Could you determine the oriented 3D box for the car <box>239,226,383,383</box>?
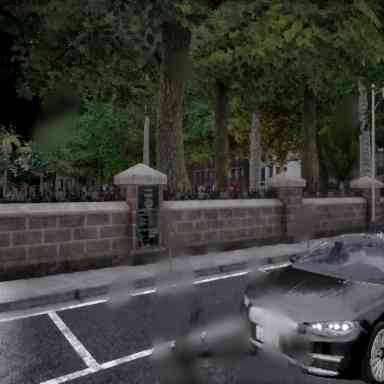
[{"bbox_3d":[2.911,1.490,5.454,4.902,1.511,2.128,0,0,-35],"label":"car"}]
